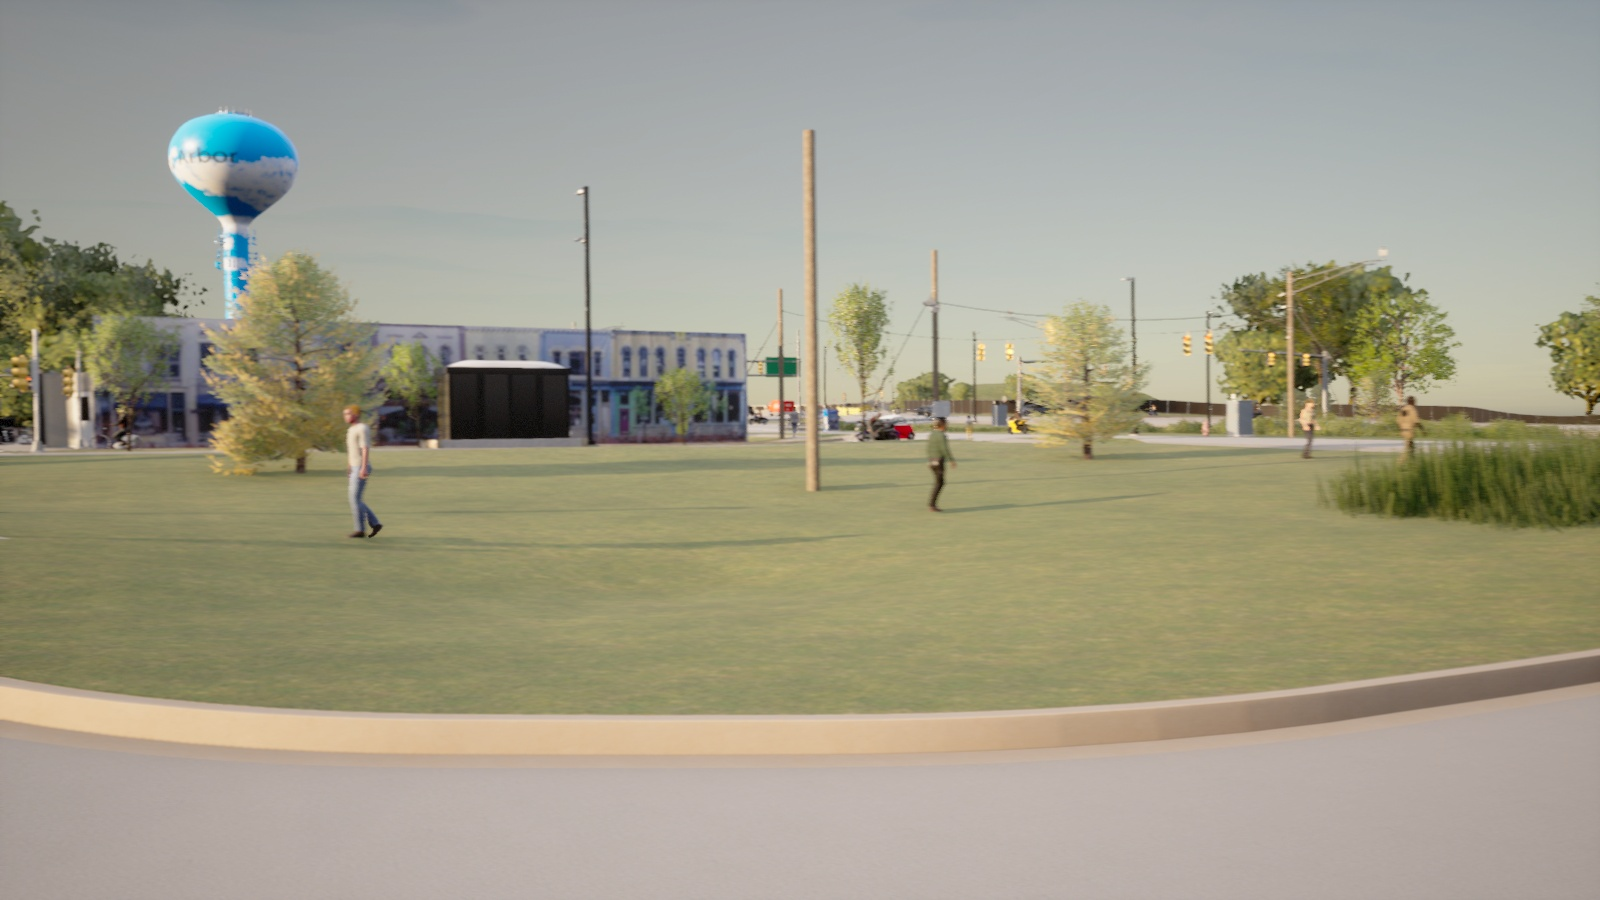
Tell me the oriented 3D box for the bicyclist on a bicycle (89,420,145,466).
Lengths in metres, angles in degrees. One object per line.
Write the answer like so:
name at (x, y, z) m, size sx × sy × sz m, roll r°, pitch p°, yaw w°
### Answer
bicyclist on a bicycle at (-27.214, -0.278, 50.063) m, size 1.843 × 1.776 × 0.659 m, roll -2°, pitch 1°, yaw -22°

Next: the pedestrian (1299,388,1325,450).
pedestrian at (15.349, -0.939, 37.673) m, size 0.345 × 1.836 × 0.594 m, roll -2°, pitch 1°, yaw -27°

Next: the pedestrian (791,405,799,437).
pedestrian at (-0.273, -1.673, 72.854) m, size 0.354 × 1.836 × 0.706 m, roll -2°, pitch 1°, yaw 5°

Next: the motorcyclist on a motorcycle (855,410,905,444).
motorcyclist on a motorcycle at (3.893, -1.115, 61.035) m, size 2.191 × 1.530 × 0.866 m, roll -3°, pitch 1°, yaw -15°

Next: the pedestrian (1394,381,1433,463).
pedestrian at (14.591, -0.665, 29.884) m, size 0.692 × 1.930 × 0.396 m, roll -2°, pitch 1°, yaw -6°

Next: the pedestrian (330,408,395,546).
pedestrian at (-5.928, 0.354, 17.020) m, size 0.706 × 1.836 × 0.354 m, roll -2°, pitch 1°, yaw -35°

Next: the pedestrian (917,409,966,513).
pedestrian at (2.726, 0.207, 24.159) m, size 0.788 × 1.949 × 0.423 m, roll -2°, pitch 1°, yaw -26°

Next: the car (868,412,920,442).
car at (4.727, -1.175, 63.141) m, size 2.207 × 1.376 × 1.481 m, roll -4°, pitch 2°, yaw -44°

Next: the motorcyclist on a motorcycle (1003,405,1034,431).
motorcyclist on a motorcycle at (13.206, -1.922, 75.931) m, size 0.797 × 1.523 × 2.044 m, roll -2°, pitch 2°, yaw -27°
